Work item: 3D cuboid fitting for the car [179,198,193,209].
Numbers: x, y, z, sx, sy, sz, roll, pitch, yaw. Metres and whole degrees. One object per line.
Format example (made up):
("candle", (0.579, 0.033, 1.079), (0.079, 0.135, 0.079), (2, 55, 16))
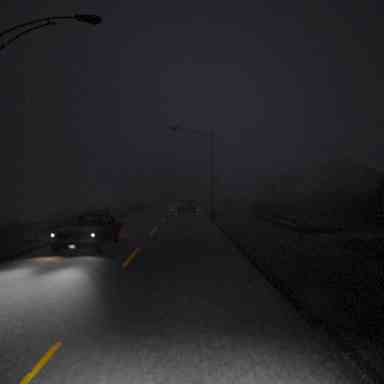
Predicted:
("car", (-0.842, 1.643, 48.737), (1.882, 1.535, 5.008), (0, 0, -1))

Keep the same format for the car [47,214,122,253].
("car", (-4.327, 1.649, 14.100), (1.895, 1.301, 4.718), (0, 0, -1))

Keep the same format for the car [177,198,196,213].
("car", (-0.626, 1.483, 38.726), (2.097, 1.767, 4.553), (0, 0, -1))
